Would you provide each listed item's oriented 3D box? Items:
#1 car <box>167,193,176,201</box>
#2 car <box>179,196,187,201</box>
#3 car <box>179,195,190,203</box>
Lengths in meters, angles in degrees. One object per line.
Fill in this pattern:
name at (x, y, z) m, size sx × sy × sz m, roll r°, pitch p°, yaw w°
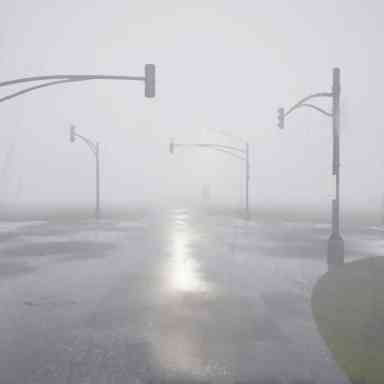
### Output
car at (-4.570, 1.013, 73.918) m, size 2.097 × 1.767 × 4.553 m, roll 0°, pitch 0°, yaw -3°
car at (-2.183, 1.558, 79.898) m, size 1.895 × 1.301 × 4.718 m, roll 0°, pitch 0°, yaw -4°
car at (-1.586, 1.383, 69.824) m, size 2.097 × 1.767 × 4.553 m, roll 0°, pitch 0°, yaw -3°
